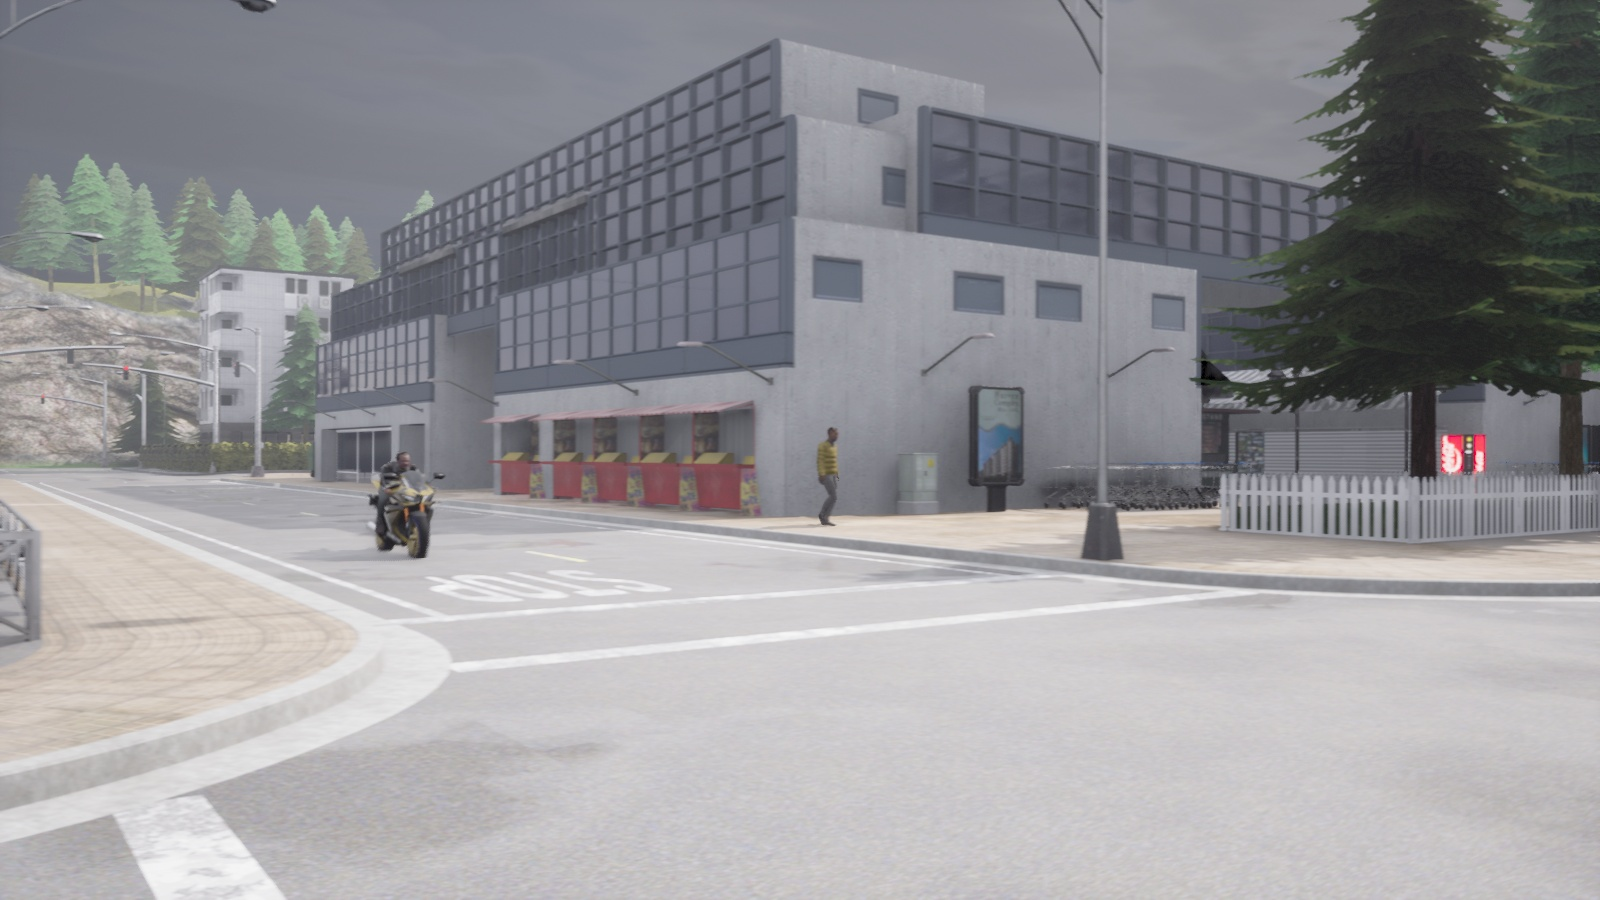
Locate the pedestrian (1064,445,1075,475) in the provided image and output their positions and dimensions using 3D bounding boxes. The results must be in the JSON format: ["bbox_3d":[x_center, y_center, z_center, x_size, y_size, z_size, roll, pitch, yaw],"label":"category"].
[{"bbox_3d":[16.645,0.616,77.546,0.345,1.836,0.594,0,0,-27],"label":"pedestrian"}]

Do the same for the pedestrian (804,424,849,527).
[{"bbox_3d":[0.487,0.456,22.813,0.709,1.840,0.431,0,0,42],"label":"pedestrian"}]

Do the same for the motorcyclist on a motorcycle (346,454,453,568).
[{"bbox_3d":[-5.785,0.828,18.055,0.866,1.530,2.191,0,0,-34],"label":"motorcyclist on a motorcycle"}]
